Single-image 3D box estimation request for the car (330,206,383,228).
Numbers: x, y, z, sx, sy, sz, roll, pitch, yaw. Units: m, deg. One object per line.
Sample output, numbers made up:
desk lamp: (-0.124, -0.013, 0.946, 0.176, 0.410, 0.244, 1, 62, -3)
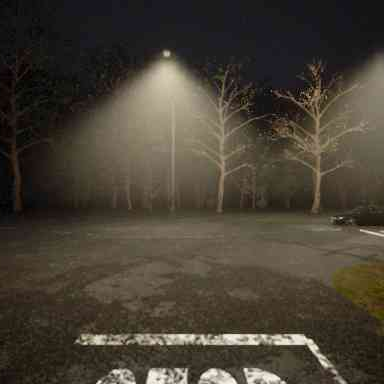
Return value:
car: (11.453, 1.626, 21.684, 4.674, 1.442, 1.812, 0, 0, 0)
